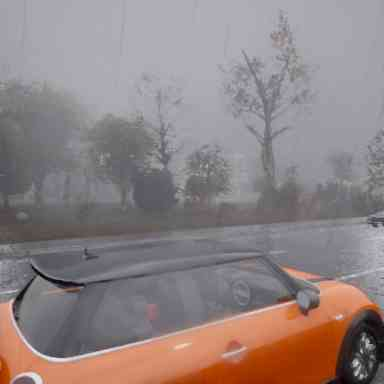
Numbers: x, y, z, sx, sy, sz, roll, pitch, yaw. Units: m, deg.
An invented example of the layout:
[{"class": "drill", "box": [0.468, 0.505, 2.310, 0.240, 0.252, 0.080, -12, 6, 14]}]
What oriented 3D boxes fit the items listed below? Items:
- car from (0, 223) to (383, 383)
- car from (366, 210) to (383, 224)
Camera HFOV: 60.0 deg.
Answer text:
[{"class": "car", "box": [0.212, 1.345, 3.788, 4.553, 1.767, 2.097, 0, 0, -35]}, {"class": "car", "box": [13.311, 1.526, 21.025, 5.357, 1.411, 2.033, 0, 0, -32]}]
